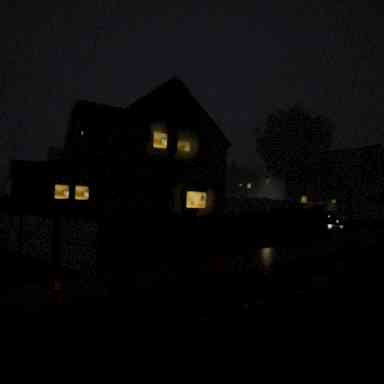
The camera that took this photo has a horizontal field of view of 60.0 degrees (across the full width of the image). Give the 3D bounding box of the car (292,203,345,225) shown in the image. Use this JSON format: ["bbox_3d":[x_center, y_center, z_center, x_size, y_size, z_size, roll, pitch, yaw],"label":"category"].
[{"bbox_3d":[7.598,1.437,22.915,2.033,1.411,5.357,3,-2,-34],"label":"car"}]
